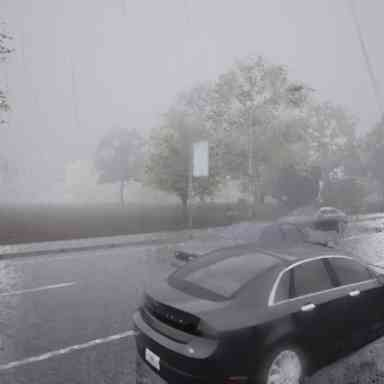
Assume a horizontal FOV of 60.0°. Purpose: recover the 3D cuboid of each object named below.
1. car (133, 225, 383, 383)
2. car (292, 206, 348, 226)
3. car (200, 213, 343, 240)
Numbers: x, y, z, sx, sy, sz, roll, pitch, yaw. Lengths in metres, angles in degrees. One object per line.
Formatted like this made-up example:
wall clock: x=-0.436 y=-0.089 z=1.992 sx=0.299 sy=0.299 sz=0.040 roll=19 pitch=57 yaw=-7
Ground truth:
car: x=1.537 y=1.511 z=4.952 sx=4.892 sy=1.490 sz=1.837 roll=0 pitch=0 yaw=-36
car: x=6.375 y=1.508 z=17.617 sx=4.902 sy=1.511 sz=2.128 roll=0 pitch=0 yaw=-38
car: x=2.029 y=1.558 z=9.891 sx=5.357 sy=1.411 sz=2.033 roll=0 pitch=0 yaw=-37
